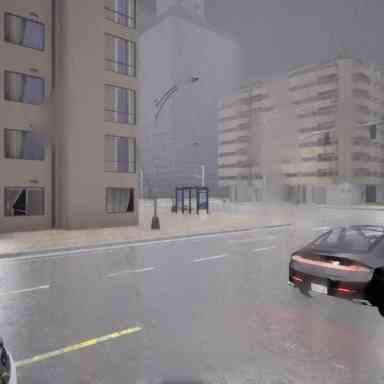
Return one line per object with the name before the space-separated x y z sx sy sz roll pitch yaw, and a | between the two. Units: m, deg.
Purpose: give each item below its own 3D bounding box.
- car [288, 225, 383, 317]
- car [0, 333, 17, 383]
car | 4.130 1.492 7.394 4.902 1.511 2.128 0 0 -39
car | -3.821 1.221 1.319 5.566 2.045 2.150 0 0 -32
